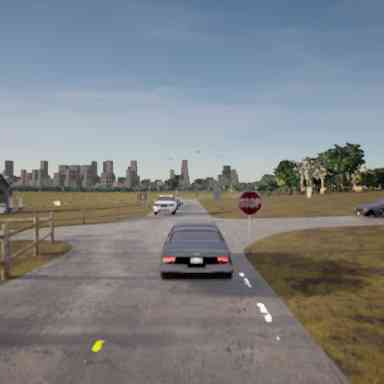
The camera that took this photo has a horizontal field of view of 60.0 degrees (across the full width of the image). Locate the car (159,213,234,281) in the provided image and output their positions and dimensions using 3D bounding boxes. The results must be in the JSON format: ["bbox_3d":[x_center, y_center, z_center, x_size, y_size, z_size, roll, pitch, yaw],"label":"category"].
[{"bbox_3d":[0.097,1.581,9.917,2.033,1.411,5.357,0,0,0],"label":"car"}]

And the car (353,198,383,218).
[{"bbox_3d":[14.335,1.018,23.386,5.357,1.411,2.033,-2,0,0],"label":"car"}]

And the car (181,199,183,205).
[{"bbox_3d":[-2.833,1.758,55.787,2.033,1.411,5.357,0,0,0],"label":"car"}]

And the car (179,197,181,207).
[{"bbox_3d":[-2.844,1.687,45.957,1.812,1.442,4.674,0,0,0],"label":"car"}]

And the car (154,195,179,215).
[{"bbox_3d":[-2.847,1.345,36.159,2.150,2.045,5.566,0,0,0],"label":"car"}]

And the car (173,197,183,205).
[{"bbox_3d":[-2.765,1.800,66.089,1.812,1.442,4.674,0,0,0],"label":"car"}]
